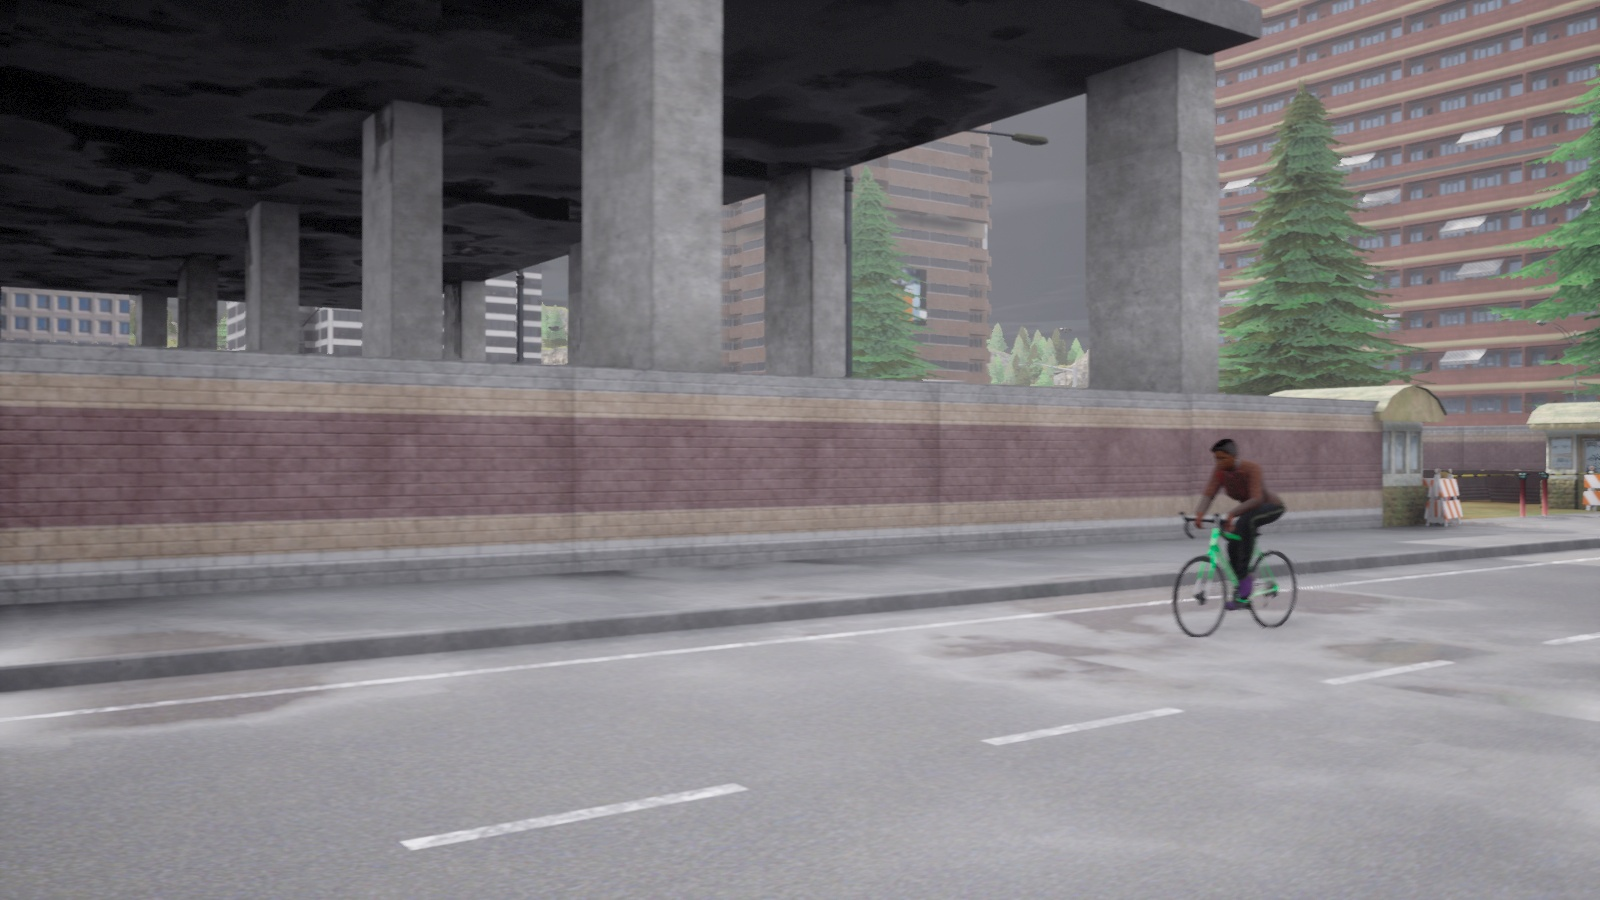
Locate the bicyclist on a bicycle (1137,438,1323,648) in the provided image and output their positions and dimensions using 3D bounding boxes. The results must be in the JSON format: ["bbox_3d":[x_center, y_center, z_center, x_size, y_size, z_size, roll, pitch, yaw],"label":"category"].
[{"bbox_3d":[3.581,0.716,10.416,1.656,1.620,0.582,0,0,-35],"label":"bicyclist on a bicycle"}]
